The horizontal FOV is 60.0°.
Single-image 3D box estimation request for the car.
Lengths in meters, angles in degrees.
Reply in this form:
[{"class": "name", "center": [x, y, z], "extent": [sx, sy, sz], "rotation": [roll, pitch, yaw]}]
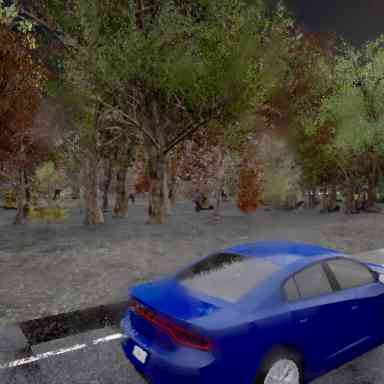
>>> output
[{"class": "car", "center": [1.486, 1.479, 4.801], "extent": [5.008, 1.535, 1.882], "rotation": [0, 0, -35]}]
